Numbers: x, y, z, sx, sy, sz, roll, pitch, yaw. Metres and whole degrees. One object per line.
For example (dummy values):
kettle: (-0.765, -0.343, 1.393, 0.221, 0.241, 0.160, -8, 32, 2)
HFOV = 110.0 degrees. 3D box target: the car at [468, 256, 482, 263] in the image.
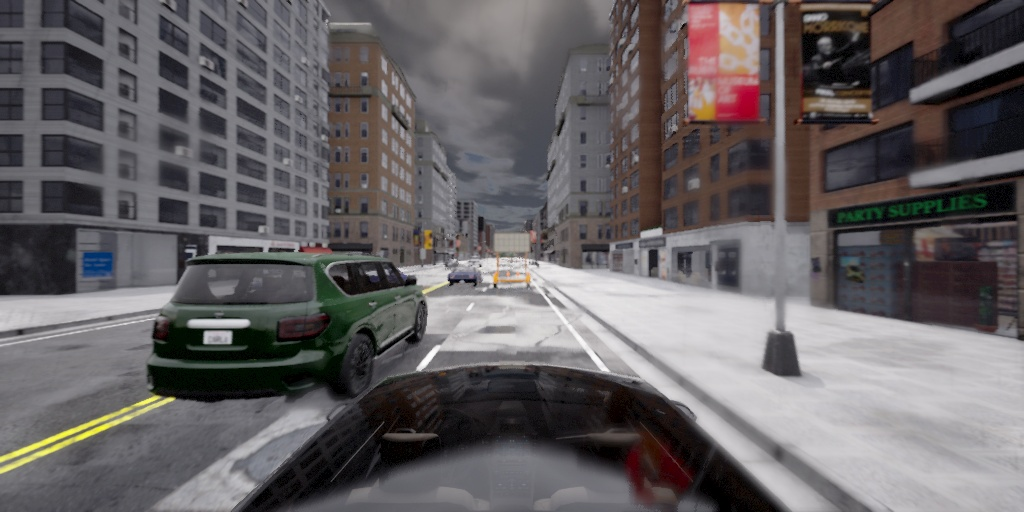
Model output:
car: (-6.518, 0.997, 63.674, 2.150, 2.045, 5.566, 0, 0, 0)

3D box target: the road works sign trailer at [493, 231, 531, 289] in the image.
road works sign trailer: (-0.006, 0.207, 22.730, 2.380, 3.560, 2.880, 0, 0, 0)

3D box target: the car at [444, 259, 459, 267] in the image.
car: (-9.802, 1.227, 58.757, 2.128, 1.511, 4.902, 0, 0, 1)

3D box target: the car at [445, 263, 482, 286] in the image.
car: (-3.153, 1.342, 24.876, 1.895, 1.301, 4.718, 0, 0, 0)

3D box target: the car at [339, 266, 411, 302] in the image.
car: (-6.604, 1.269, 17.863, 1.812, 1.442, 4.674, 0, 0, 0)

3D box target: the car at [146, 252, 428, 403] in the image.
car: (-3.152, 0.969, 6.524, 2.150, 2.045, 5.566, 0, 0, 0)
